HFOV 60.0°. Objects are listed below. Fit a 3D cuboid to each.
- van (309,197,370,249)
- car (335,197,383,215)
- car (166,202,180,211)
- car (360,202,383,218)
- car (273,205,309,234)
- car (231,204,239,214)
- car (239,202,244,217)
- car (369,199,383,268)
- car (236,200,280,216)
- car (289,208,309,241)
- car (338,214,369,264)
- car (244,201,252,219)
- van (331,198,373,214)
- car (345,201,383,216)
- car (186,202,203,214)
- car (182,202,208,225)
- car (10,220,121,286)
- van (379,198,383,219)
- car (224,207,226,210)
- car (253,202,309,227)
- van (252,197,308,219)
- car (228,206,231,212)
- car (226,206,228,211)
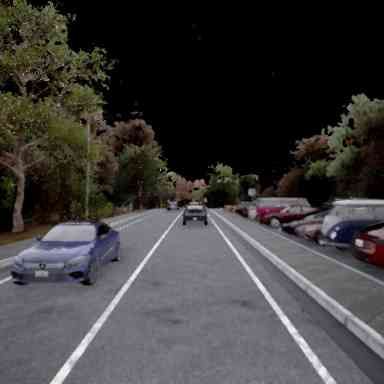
[{"bbox_3d":[7.011,1.290,12.335,4.442,1.987,1.878,0,-1,0],"label":"van"},{"bbox_3d":[20.411,1.653,39.784,5.566,2.045,2.435,0,-1,0],"label":"car"},{"bbox_3d":[-3.007,2.289,53.748,2.128,1.511,4.902,0,-2,1],"label":"car"},{"bbox_3d":[20.341,1.820,34.245,4.892,1.521,2.231,0,-1,0],"label":"car"},{"bbox_3d":[7.133,1.622,17.884,4.792,1.488,2.163,0,-1,0],"label":"car"},{"bbox_3d":[7.241,1.573,34.542,5.566,2.045,2.435,0,-1,0],"label":"car"},{"bbox_3d":[7.281,1.815,31.761,4.792,1.488,2.163,0,-1,0],"label":"car"},{"bbox_3d":[7.121,1.203,6.798,5.566,2.045,2.435,0,0,0],"label":"car"},{"bbox_3d":[7.319,1.740,37.311,4.553,1.767,2.185,0,-1,0],"label":"car"},{"bbox_3d":[7.148,1.594,15.106,4.674,1.452,2.002,0,-1,0],"label":"car"},{"bbox_3d":[7.139,1.507,9.549,4.792,1.488,2.163,0,0,0],"label":"car"},{"bbox_3d":[7.237,1.787,28.986,4.674,1.452,2.002,0,-1,0],"label":"car"},{"bbox_3d":[20.519,1.735,42.674,4.442,1.987,1.878,0,-1,0],"label":"van"},{"bbox_3d":[20.180,1.857,37.013,5.366,1.575,1.946,0,-1,0],"label":"car"},{"bbox_3d":[0.339,1.995,42.812,2.128,1.511,4.902,0,-1,0],"label":"car"},{"bbox_3d":[0.242,1.728,26.345,1.837,1.490,4.892,0,-1,0],"label":"car"},{"bbox_3d":[-3.303,1.573,9.671,1.812,1.442,4.674,0,0,0],"label":"car"},{"bbox_3d":[20.447,1.555,31.477,4.442,1.987,1.878,0,-1,0],"label":"van"},{"bbox_3d":[7.155,2.024,45.627,5.366,1.575,1.946,0,-1,0],"label":"car"},{"bbox_3d":[7.204,1.670,23.435,5.008,1.535,2.097,0,-1,0],"label":"car"},{"bbox_3d":[7.333,1.483,26.213,4.442,1.987,1.878,0,-1,0],"label":"van"},{"bbox_3d":[7.311,1.911,40.086,5.008,1.535,2.097,0,-1,0],"label":"car"},{"bbox_3d":[7.328,1.966,42.857,4.892,1.521,2.231,0,-1,0],"label":"car"}]
